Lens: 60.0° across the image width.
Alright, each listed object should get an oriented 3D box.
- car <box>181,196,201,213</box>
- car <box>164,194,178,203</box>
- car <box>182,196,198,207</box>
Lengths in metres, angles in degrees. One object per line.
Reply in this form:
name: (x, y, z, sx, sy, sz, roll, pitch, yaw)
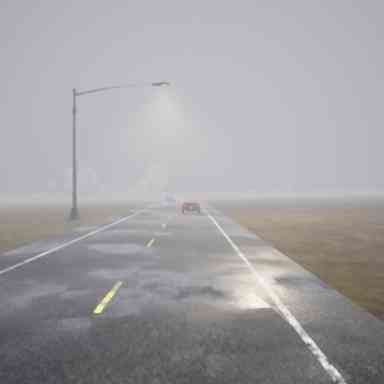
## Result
car: (-0.118, 1.365, 34.845, 1.882, 1.535, 5.008, 0, 0, -1)
car: (-4.242, 1.175, 64.286, 2.097, 1.767, 4.553, 0, 0, -1)
car: (-0.319, 1.347, 48.463, 2.128, 1.511, 4.902, 0, 0, -1)
